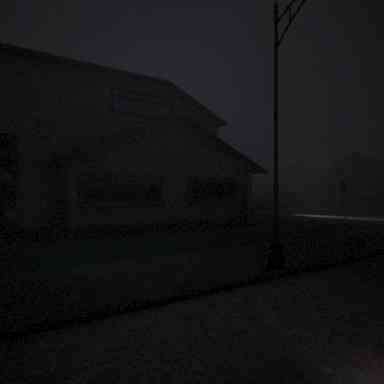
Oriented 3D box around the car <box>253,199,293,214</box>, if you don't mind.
[{"bbox_3d":[8.378,1.491,35.292,2.128,1.511,4.902,0,0,-35],"label":"car"}]
